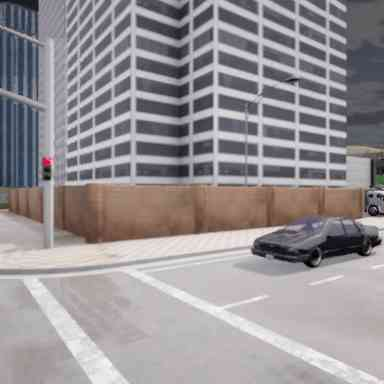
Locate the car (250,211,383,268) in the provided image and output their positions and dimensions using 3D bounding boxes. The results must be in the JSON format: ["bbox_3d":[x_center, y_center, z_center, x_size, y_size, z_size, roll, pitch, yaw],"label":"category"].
[{"bbox_3d":[4.492,1.546,11.499,5.357,1.411,2.033,0,0,-36],"label":"car"}]
